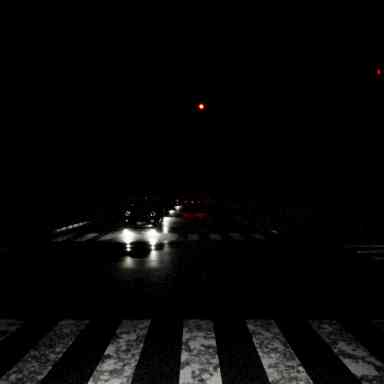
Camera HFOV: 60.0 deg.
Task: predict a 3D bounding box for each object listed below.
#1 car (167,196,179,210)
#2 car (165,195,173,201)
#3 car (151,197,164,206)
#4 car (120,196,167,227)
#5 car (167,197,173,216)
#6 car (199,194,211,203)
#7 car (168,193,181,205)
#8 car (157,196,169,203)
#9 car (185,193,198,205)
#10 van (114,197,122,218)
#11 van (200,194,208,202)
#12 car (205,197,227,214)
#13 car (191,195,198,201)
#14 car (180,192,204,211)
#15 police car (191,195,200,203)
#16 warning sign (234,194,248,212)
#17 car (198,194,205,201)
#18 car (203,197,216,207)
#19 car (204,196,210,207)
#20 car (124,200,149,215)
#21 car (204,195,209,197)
[{"bbox_3d":[-3.172,1.561,42.881,2.033,1.411,5.357,0,0,0],"label":"car"},{"bbox_3d":[-5.923,1.571,85.006,1.752,1.417,4.829,0,0,0],"label":"car"},{"bbox_3d":[-5.878,1.606,57.552,1.802,1.307,4.206,0,0,0],"label":"car"},{"bbox_3d":[-3.204,1.355,22.882,2.097,1.767,4.553,0,0,2],"label":"car"},{"bbox_3d":[-3.158,1.511,31.997,1.837,1.490,4.892,0,0,0],"label":"car"},{"bbox_3d":[2.645,1.348,68.602,2.192,1.841,5.009,0,0,0],"label":"car"},{"bbox_3d":[-3.136,1.376,54.888,2.097,1.767,4.553,0,0,0],"label":"car"},{"bbox_3d":[-5.896,1.583,68.601,2.008,1.369,4.403,0,0,0],"label":"car"},{"bbox_3d":[-0.037,1.240,60.170,2.150,2.045,5.566,0,-1,1],"label":"car"},{"bbox_3d":[-5.833,1.347,29.927,1.690,1.788,3.998,0,0,0],"label":"van"},{"bbox_3d":[2.634,1.378,74.127,1.690,1.788,3.998,0,0,0],"label":"van"},{"bbox_3d":[2.713,1.553,35.449,1.887,1.381,4.507,0,0,0],"label":"car"},{"bbox_3d":[0.738,1.505,90.254,1.801,1.575,5.366,0,0,0],"label":"car"},{"bbox_3d":[0.029,1.234,40.267,2.150,2.045,5.566,0,0,0],"label":"car"},{"bbox_3d":[0.767,1.462,74.175,1.930,1.638,5.238,0,0,0],"label":"police car"},{"bbox_3d":[5.010,1.123,34.068,1.300,1.860,1.060,0,0,0],"label":"warning sign"},{"bbox_3d":[2.601,1.490,90.704,1.967,1.590,4.097,0,0,0],"label":"car"},{"bbox_3d":[2.679,1.546,52.195,1.752,1.417,4.829,0,0,0],"label":"car"},{"bbox_3d":[2.702,1.557,40.974,1.887,1.381,4.507,0,0,0],"label":"car"},{"bbox_3d":[-5.842,1.553,35.452,1.887,1.381,4.507,0,0,0],"label":"car"},{"bbox_3d":[2.691,1.561,46.500,1.887,1.381,4.507,0,0,0],"label":"car"}]
